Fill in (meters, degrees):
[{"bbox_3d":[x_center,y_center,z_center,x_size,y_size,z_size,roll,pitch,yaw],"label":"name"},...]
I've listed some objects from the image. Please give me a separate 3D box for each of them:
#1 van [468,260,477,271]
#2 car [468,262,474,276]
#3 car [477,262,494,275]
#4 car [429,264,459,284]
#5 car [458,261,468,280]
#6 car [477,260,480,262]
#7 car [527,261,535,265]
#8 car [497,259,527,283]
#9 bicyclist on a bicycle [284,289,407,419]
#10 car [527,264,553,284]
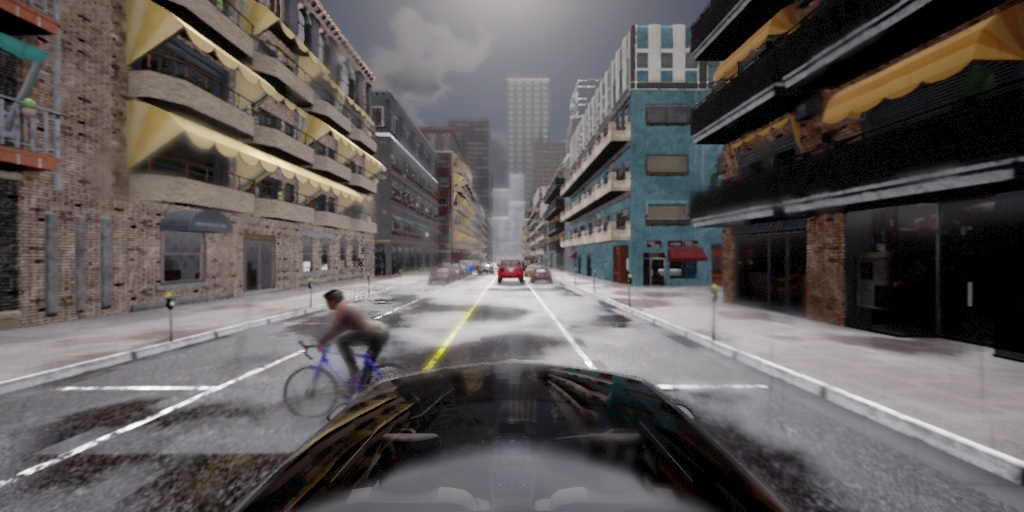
[{"bbox_3d":[-6.003,1.560,47.174,1.690,1.789,3.998,0,0,0],"label":"van"},{"bbox_3d":[-5.960,1.712,41.573,2.007,1.370,4.403,0,0,0],"label":"car"},{"bbox_3d":[-3.447,1.789,47.784,1.994,1.385,4.181,0,-1,0],"label":"car"},{"bbox_3d":[-5.872,1.628,30.370,1.802,1.307,4.207,0,0,0],"label":"car"},{"bbox_3d":[-5.916,1.543,35.971,1.967,1.591,4.097,0,0,0],"label":"car"},{"bbox_3d":[-6.114,1.650,58.377,2.192,1.841,5.009,0,0,0],"label":"car"},{"bbox_3d":[2.387,1.685,41.779,1.751,1.417,4.829,0,0,0],"label":"car"},{"bbox_3d":[-0.120,1.281,31.641,2.150,2.045,5.566,0,0,-1],"label":"car"},{"bbox_3d":[-2.044,1.233,4.486,1.656,1.620,0.582,-2,-1,0],"label":"bicyclist on a bicycle"},{"bbox_3d":[2.475,1.626,30.406,1.802,1.307,4.207,0,0,0],"label":"car"}]
